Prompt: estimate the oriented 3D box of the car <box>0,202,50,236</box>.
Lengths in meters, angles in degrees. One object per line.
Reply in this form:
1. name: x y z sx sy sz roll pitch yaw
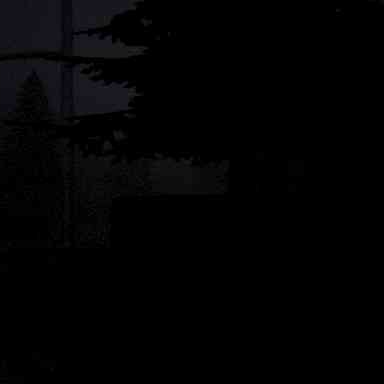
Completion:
1. car: -9.382 1.335 15.994 2.097 1.767 4.553 0 0 35
